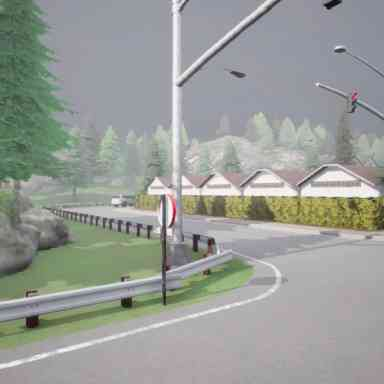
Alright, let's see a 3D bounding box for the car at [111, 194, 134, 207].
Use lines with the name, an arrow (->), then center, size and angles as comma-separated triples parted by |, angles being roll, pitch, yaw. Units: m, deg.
car -> -10.454, 1.398, 53.907 | 2.150, 2.045, 5.566 | 0, 0, 36
